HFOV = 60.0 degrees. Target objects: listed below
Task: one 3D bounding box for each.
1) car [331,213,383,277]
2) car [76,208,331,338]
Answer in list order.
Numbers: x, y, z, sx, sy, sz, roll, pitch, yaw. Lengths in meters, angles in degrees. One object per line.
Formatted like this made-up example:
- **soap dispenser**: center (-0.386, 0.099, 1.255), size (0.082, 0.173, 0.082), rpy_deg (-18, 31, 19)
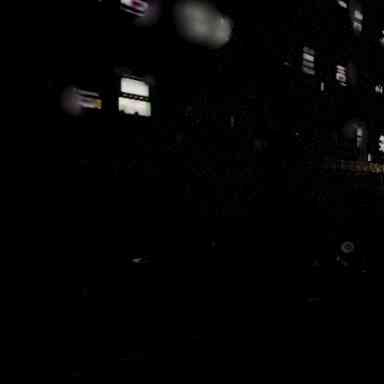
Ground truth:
- **car**: center (4.928, 1.407, 10.080), size (4.097, 1.590, 1.967), rpy_deg (0, 0, -36)
- **car**: center (0.342, 1.301, 6.804), size (5.009, 1.841, 2.192), rpy_deg (0, 0, -36)
